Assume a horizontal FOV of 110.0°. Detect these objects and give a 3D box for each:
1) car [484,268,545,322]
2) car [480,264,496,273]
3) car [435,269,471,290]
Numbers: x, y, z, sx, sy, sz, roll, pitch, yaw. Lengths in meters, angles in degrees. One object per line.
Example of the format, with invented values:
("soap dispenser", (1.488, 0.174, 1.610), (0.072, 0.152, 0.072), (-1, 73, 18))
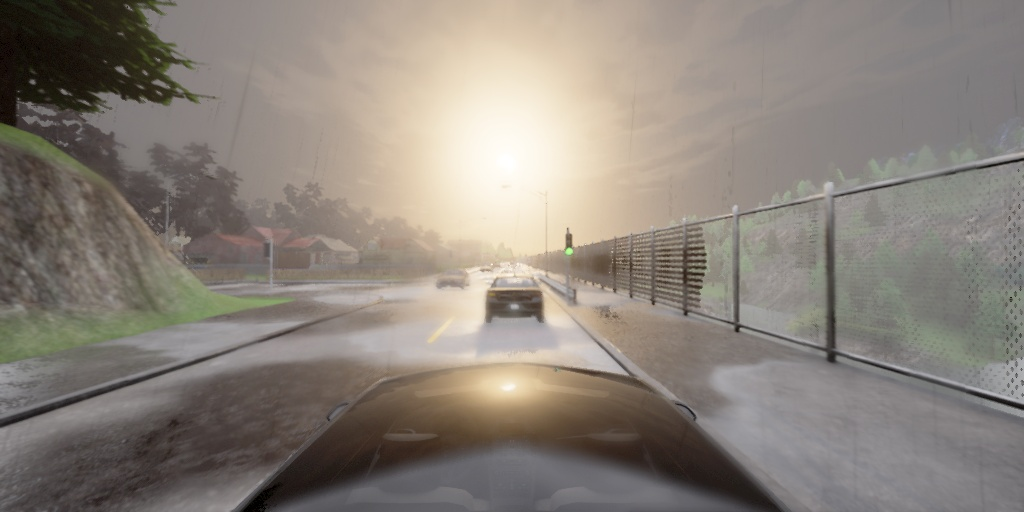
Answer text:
("car", (0.095, 1.357, 12.916), (1.882, 1.535, 5.008), (0, -1, 0))
("car", (-3.968, 1.933, 56.017), (2.033, 1.411, 5.357), (0, 0, 0))
("car", (-3.999, 1.602, 25.303), (2.033, 1.411, 5.357), (0, 0, 0))
